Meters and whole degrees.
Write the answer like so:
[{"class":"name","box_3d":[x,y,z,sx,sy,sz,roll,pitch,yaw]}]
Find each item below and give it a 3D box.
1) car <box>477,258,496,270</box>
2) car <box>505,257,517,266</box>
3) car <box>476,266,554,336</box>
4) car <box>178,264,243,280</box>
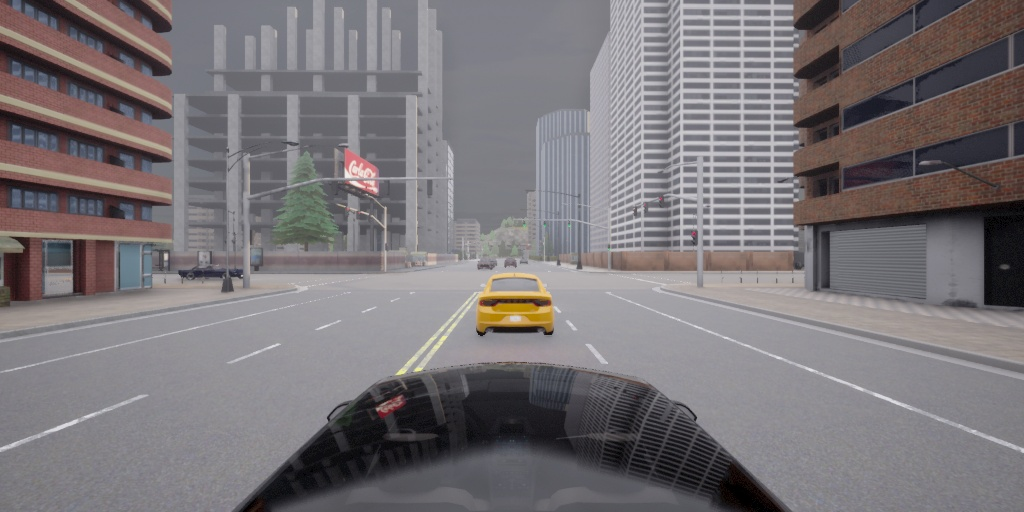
[{"class":"car","box_3d":[-3.885,1.102,52.614,2.097,1.767,4.553,0,0,0]},{"class":"car","box_3d":[-0.269,1.102,65.143,2.097,1.767,4.553,0,0,0]},{"class":"car","box_3d":[0.061,1.228,10.410,1.882,1.535,5.008,0,0,0]},{"class":"car","box_3d":[-24.932,1.351,30.172,4.718,1.301,1.895,0,0,-1]}]
